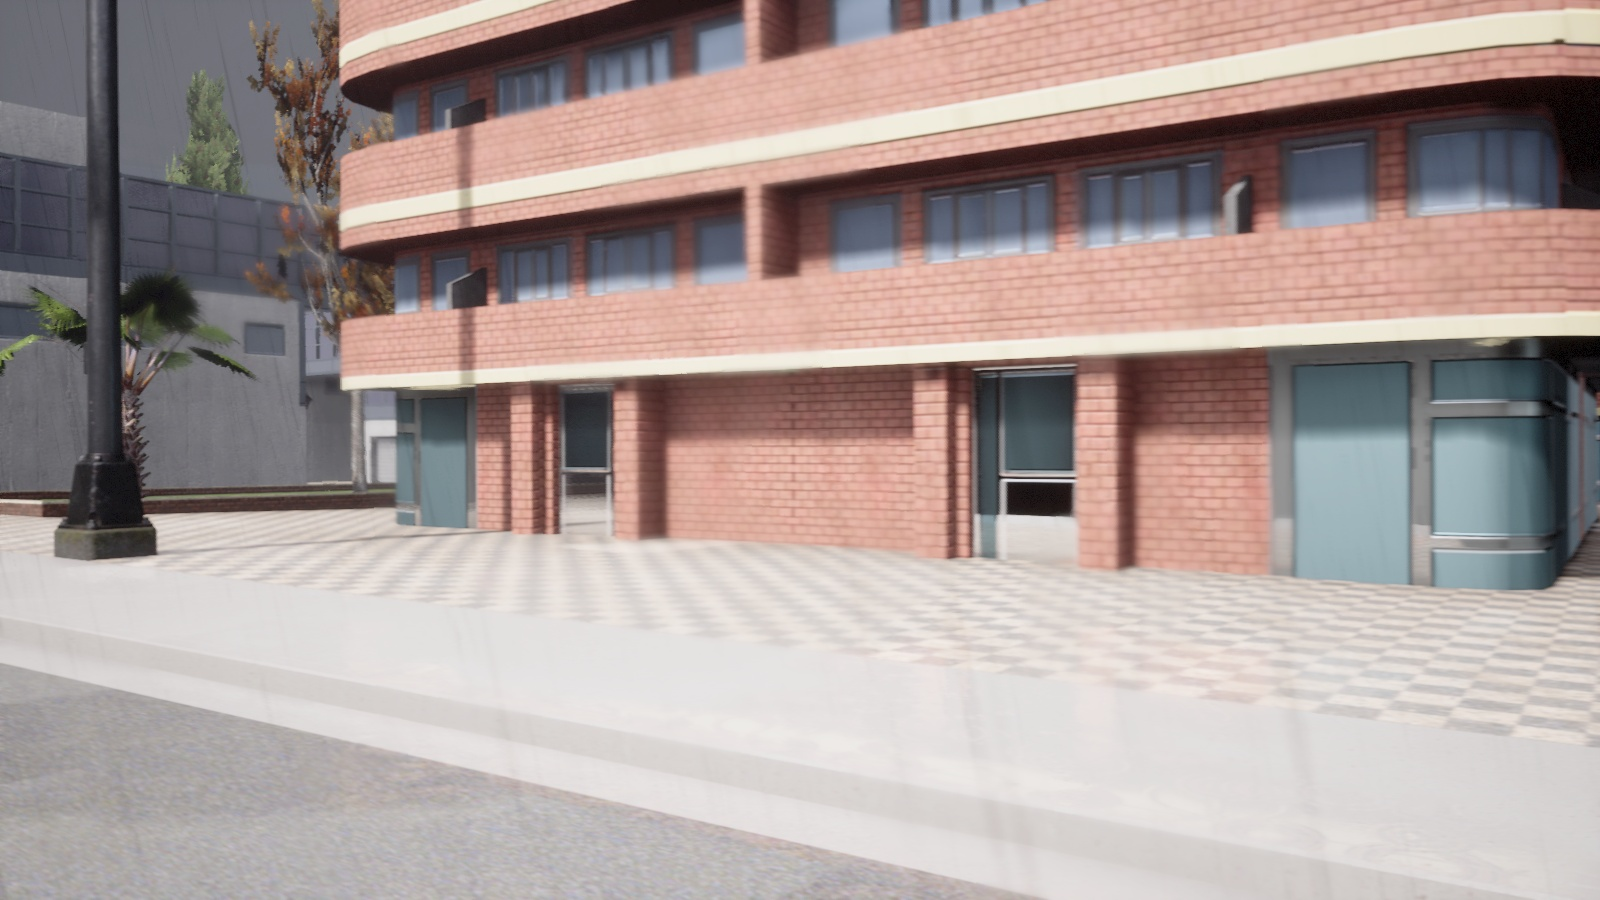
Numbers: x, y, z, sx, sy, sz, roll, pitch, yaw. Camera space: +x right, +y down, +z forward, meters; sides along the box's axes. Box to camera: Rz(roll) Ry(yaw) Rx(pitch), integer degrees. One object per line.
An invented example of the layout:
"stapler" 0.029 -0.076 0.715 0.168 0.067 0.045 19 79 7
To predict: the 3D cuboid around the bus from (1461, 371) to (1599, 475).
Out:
"bus" 34.368 -1.169 53.818 10.273 4.253 3.944 -1 0 33
